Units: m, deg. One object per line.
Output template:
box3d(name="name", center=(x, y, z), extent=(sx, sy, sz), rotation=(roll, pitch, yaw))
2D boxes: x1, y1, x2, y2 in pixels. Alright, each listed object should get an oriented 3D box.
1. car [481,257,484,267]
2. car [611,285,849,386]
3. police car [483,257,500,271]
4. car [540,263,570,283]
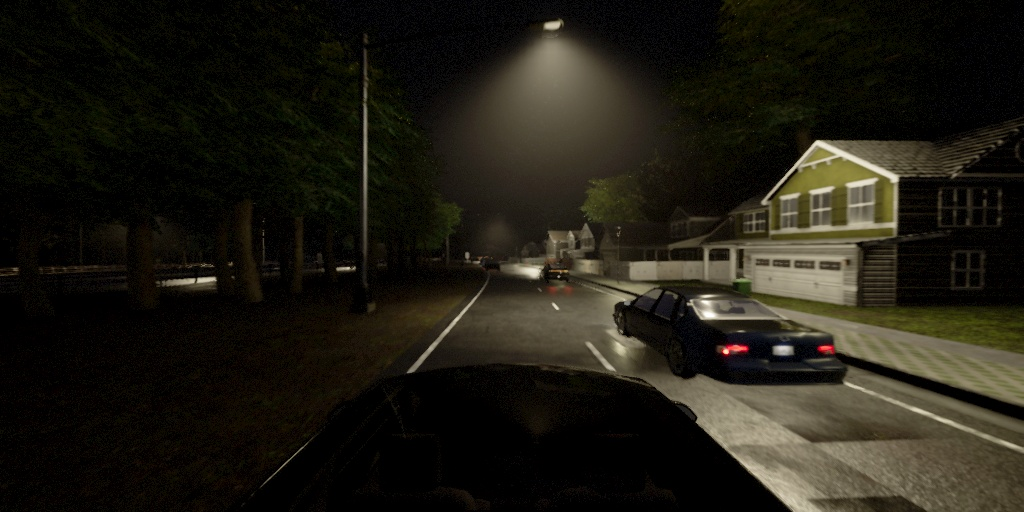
box3d(name="car", center=(-3.758, 1.331, 60.330), extent=(1.837, 1.490, 4.892), rotation=(0, 0, -7))
box3d(name="car", center=(3.598, 1.306, 7.270), extent=(2.033, 1.411, 5.357), rotation=(0, 0, 0))
box3d(name="police car", center=(-2.703, 1.264, 50.479), extent=(1.930, 1.638, 5.238), rotation=(0, 0, -5))
box3d(name="car", center=(3.324, 1.309, 28.408), extent=(2.128, 1.511, 4.902), rotation=(0, 0, -2))
